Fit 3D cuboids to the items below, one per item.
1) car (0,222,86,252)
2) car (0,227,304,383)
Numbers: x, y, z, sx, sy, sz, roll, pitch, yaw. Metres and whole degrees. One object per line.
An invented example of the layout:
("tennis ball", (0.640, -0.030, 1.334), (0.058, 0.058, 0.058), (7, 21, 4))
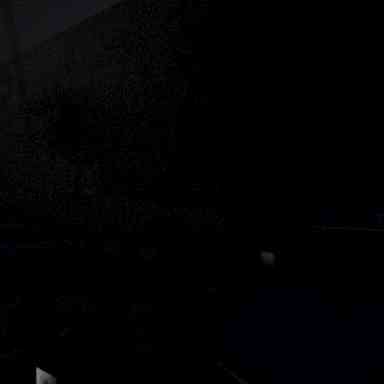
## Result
("car", (-4.597, 1.498, 8.597), (2.163, 1.488, 4.792), (0, 0, 36))
("car", (-0.082, 1.506, 5.305), (2.163, 1.488, 4.792), (0, 0, 36))
